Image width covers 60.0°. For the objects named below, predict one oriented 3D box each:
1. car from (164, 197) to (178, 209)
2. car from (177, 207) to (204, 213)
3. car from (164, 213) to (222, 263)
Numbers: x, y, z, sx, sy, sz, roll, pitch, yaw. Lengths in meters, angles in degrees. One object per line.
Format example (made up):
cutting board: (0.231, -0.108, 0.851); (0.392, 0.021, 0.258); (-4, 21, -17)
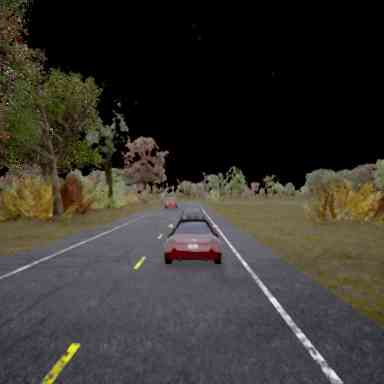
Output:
car: (-3.561, 1.878, 56.597); (2.150, 2.045, 5.566); (0, -1, 1)
car: (0.041, 1.917, 26.687); (1.895, 1.301, 4.718); (0, -1, 1)
car: (0.048, 1.716, 12.564); (1.994, 1.385, 4.181); (0, -1, 1)
